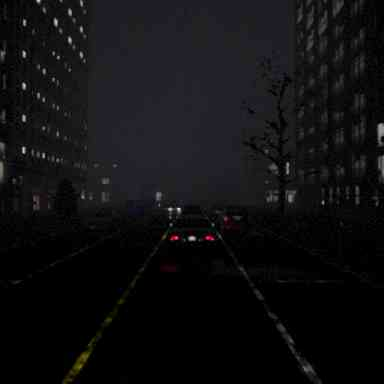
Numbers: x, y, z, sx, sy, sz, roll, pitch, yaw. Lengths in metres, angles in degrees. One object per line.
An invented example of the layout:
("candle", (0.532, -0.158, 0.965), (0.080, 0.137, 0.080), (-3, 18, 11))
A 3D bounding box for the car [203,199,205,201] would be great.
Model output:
("car", (2.707, 1.950, 44.370), (1.887, 1.381, 4.507), (0, -1, 0))

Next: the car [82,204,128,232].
("car", (-5.680, 1.723, 21.452), (1.752, 1.417, 4.829), (0, -1, 0))

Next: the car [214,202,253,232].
("car", (2.701, 1.640, 21.605), (1.967, 1.590, 4.097), (0, -1, 0))

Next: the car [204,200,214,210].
("car", (2.705, 1.904, 38.679), (2.008, 1.369, 4.403), (0, -1, 0))

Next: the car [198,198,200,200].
("car", (2.719, 2.367, 88.143), (1.947, 1.339, 4.313), (0, -1, 0))

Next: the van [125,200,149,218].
("van", (-5.676, 1.643, 33.008), (1.690, 1.788, 3.998), (0, -1, 0))

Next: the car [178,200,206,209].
("car", (0.013, 1.777, 29.305), (1.837, 1.490, 4.892), (0, 0, 0))

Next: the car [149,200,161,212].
("car", (-5.673, 1.845, 44.391), (1.967, 1.590, 4.097), (0, -1, 0))

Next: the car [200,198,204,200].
("car", (2.710, 2.058, 55.754), (2.008, 1.369, 4.403), (0, -1, 0))

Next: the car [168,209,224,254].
("car", (0.005, 1.677, 13.987), (2.033, 1.411, 5.357), (0, 0, 0))

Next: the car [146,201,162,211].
("car", (-5.672, 2.007, 50.082), (2.008, 1.369, 4.403), (0, -1, 0))

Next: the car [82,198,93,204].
("car", (-25.429, 2.137, 76.554), (4.829, 1.417, 1.752), (0, -1, 1))

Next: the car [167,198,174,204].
("car", (-5.662, 2.382, 88.158), (1.802, 1.307, 4.206), (0, -1, 0))

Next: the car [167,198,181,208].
("car", (-2.988, 2.067, 59.358), (1.812, 1.442, 4.674), (0, -1, 0))
